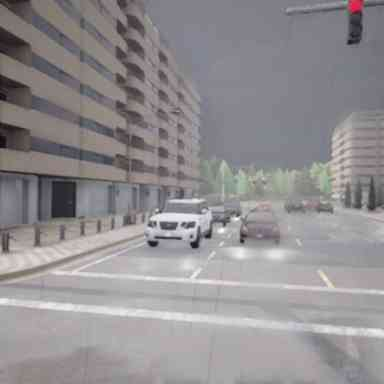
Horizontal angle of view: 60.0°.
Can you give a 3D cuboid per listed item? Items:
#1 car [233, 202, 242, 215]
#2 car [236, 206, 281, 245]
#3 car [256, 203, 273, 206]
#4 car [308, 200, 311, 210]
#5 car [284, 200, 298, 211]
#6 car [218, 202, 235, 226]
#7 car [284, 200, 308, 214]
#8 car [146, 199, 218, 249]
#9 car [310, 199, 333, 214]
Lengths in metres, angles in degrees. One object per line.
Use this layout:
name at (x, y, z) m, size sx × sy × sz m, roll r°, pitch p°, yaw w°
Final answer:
car at (4.357, 1.856, 35.815) m, size 1.837 × 1.490 × 4.892 m, roll 0°, pitch -1°, yaw 14°
car at (3.478, 1.686, 16.883) m, size 1.812 × 1.442 × 4.674 m, roll 0°, pitch -1°, yaw 13°
car at (5.744, 1.833, 26.579) m, size 1.994 × 1.385 × 4.181 m, roll 0°, pitch -1°, yaw 14°
car at (19.121, 1.949, 52.059) m, size 2.097 × 1.767 × 4.553 m, roll 0°, pitch -1°, yaw 13°
car at (15.723, 2.090, 52.899) m, size 1.837 × 1.490 × 4.892 m, roll 0°, pitch -1°, yaw 13°
car at (1.937, 1.763, 25.704) m, size 1.812 × 1.442 × 4.674 m, roll 0°, pitch -1°, yaw 13°
car at (13.493, 1.830, 43.306) m, size 2.097 × 1.767 × 4.553 m, roll 0°, pitch -1°, yaw 14°
car at (-0.359, 1.348, 15.788) m, size 2.150 × 2.045 × 5.566 m, roll 0°, pitch -1°, yaw 12°
car at (17.027, 1.987, 43.035) m, size 2.128 × 1.511 × 4.902 m, roll 0°, pitch -1°, yaw 14°
